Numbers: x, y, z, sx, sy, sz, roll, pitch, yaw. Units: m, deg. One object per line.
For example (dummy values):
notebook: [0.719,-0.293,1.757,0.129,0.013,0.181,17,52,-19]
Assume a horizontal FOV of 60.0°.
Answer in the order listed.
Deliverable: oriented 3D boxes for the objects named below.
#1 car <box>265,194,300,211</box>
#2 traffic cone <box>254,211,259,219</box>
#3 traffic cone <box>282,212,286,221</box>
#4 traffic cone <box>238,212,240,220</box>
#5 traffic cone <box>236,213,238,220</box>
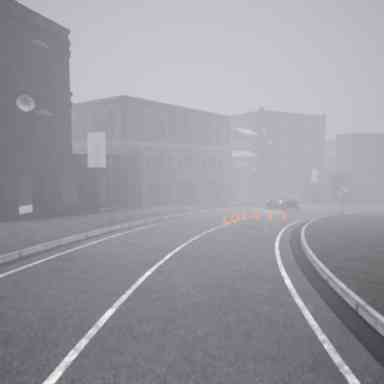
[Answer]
car: [9.766,0.982,35.777,2.097,1.767,4.553,5,3,42]
traffic cone: [4.782,1.685,24.726,0.340,0.580,0.340,3,1,18]
traffic cone: [6.674,1.772,24.093,0.340,0.580,0.340,3,1,19]
traffic cone: [3.202,1.663,23.159,0.340,0.580,0.340,2,1,18]
traffic cone: [2.559,1.684,21.266,0.340,0.580,0.340,2,1,19]
